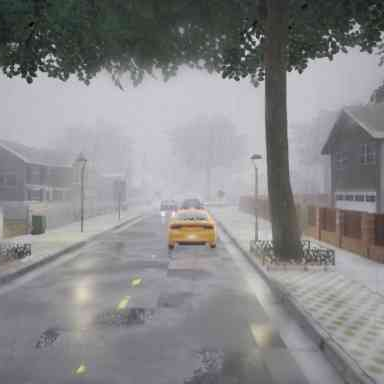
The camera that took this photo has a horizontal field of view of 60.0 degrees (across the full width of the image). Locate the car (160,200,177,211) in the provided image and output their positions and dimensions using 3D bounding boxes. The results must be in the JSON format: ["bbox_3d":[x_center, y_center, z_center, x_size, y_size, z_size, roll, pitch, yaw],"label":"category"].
[{"bbox_3d":[-2.749,1.613,40.709,1.994,1.385,4.181,0,0,0],"label":"car"}]

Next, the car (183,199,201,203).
[{"bbox_3d":[0.001,1.374,29.620,2.097,1.767,4.553,0,0,0],"label":"car"}]

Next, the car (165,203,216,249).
[{"bbox_3d":[0.000,1.486,14.650,1.882,1.535,5.008,0,0,0],"label":"car"}]
